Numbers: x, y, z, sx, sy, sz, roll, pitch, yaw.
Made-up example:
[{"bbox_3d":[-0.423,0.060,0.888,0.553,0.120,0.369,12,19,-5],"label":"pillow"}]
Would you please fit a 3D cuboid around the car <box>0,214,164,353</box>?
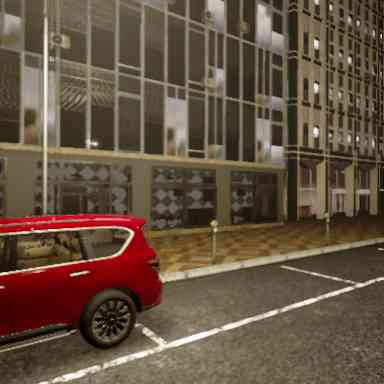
[{"bbox_3d":[-2.791,1.315,4.738,5.009,1.841,2.192,0,0,-35],"label":"car"}]
